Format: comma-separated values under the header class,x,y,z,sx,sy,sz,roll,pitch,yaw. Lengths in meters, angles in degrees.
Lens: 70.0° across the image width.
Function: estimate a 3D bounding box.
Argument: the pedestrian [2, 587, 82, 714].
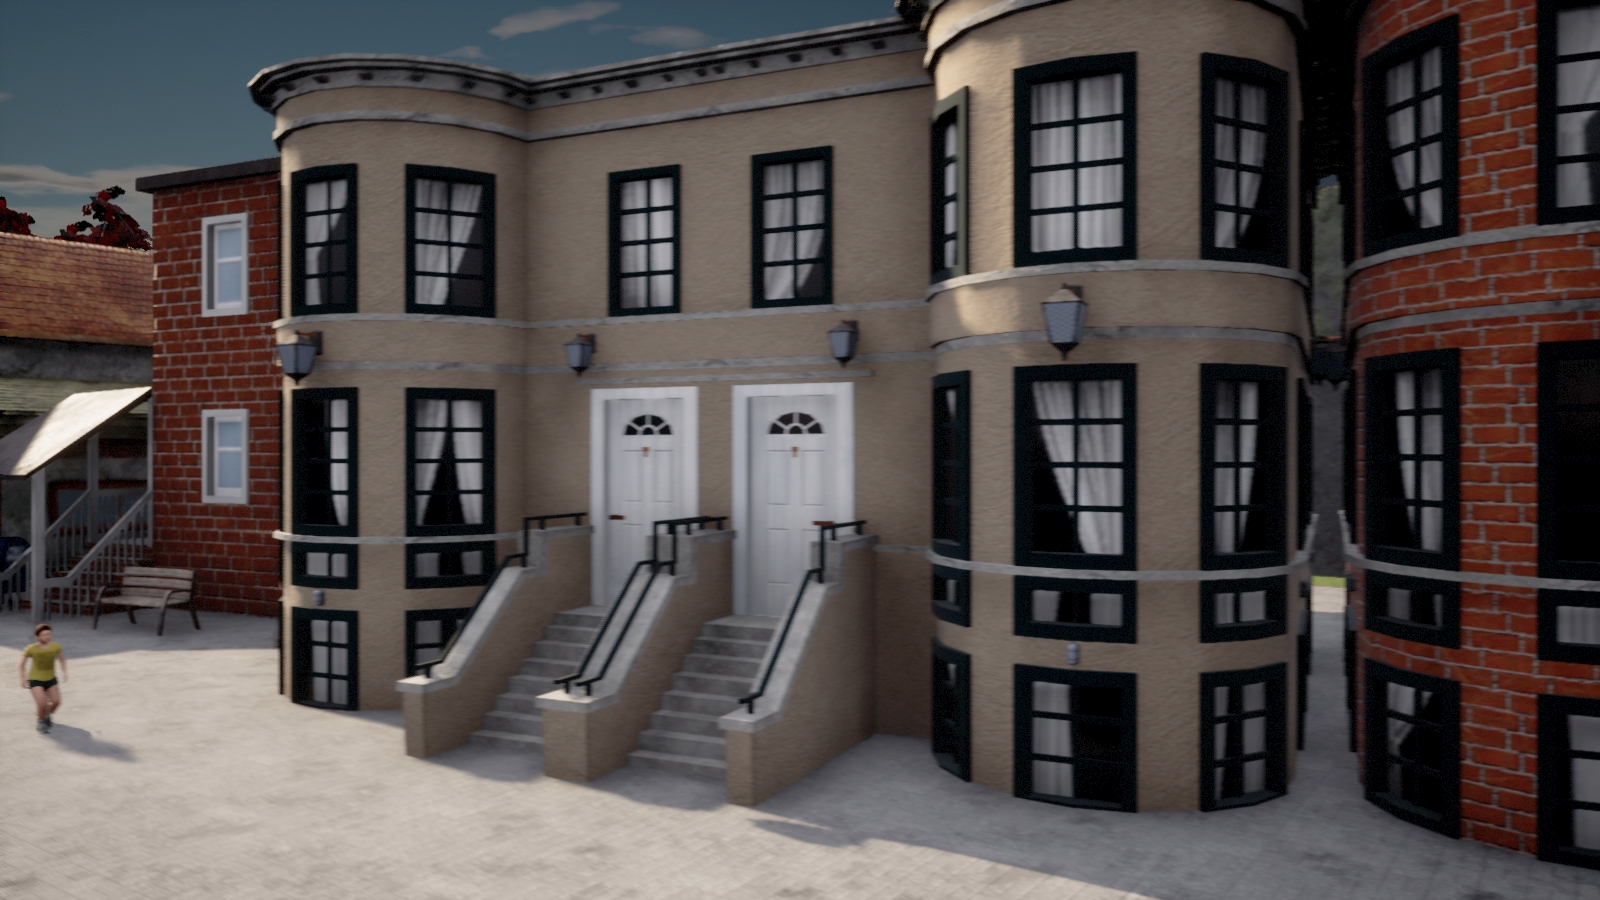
class,x,y,z,sx,sy,sz,roll,pitch,yaw
pedestrian,-7.270,1.903,10.963,0.500,1.100,0.500,0,0,37
